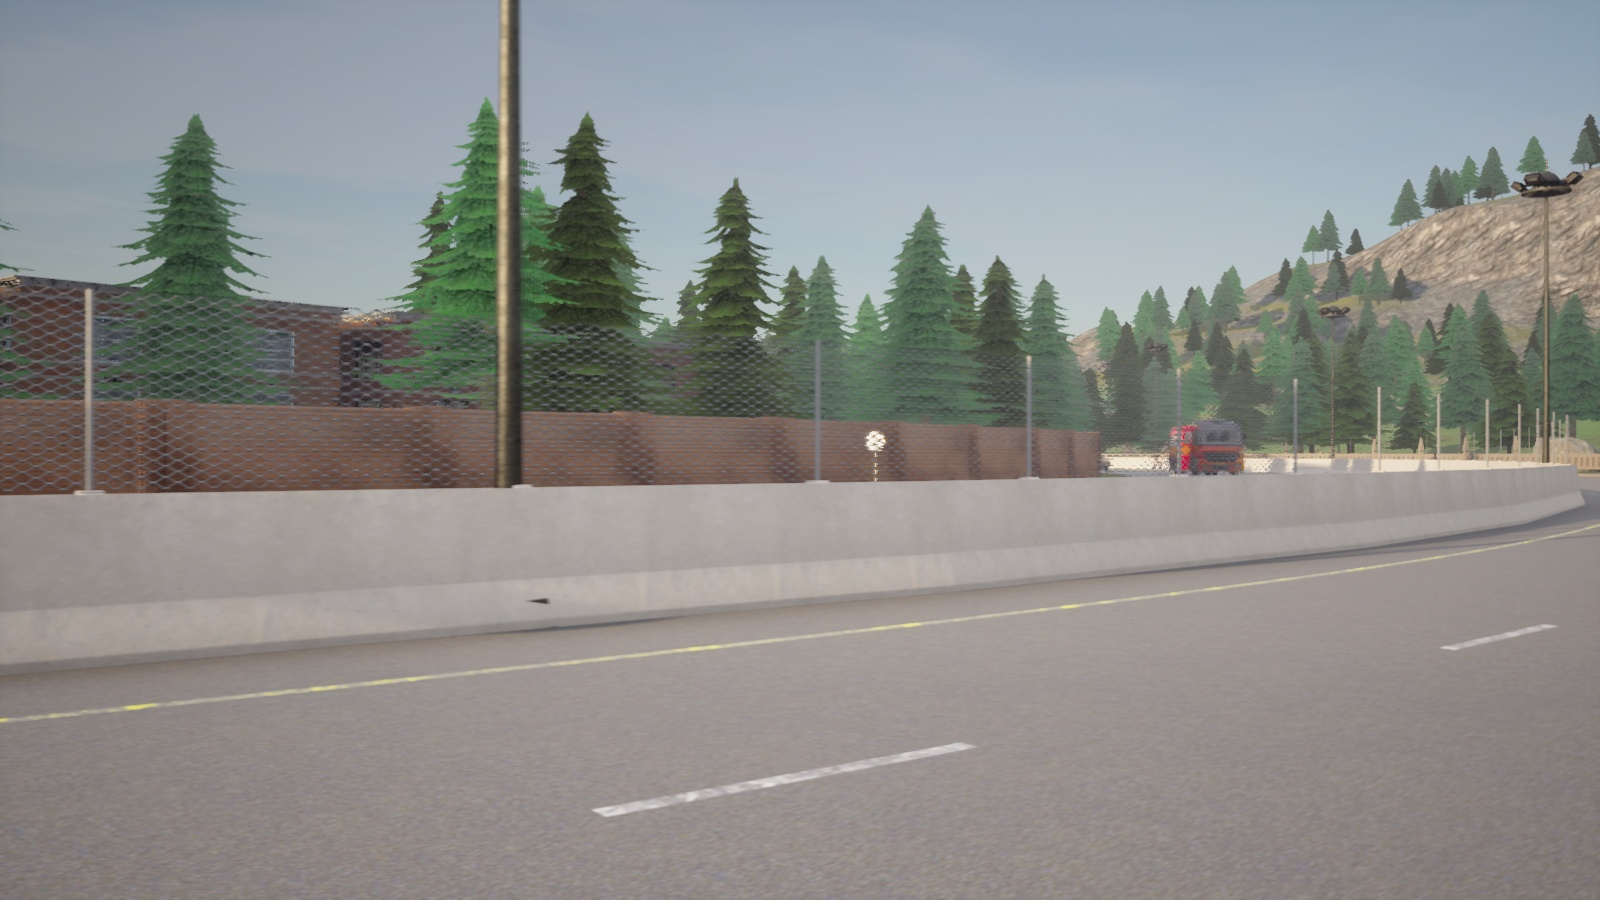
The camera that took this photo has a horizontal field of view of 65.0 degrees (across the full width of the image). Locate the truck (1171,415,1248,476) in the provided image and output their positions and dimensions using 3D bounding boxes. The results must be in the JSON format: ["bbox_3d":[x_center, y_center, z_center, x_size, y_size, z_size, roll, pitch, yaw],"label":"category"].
[{"bbox_3d":[27.089,-0.263,83.532,2.891,3.827,8.468,0,0,4],"label":"truck"}]
